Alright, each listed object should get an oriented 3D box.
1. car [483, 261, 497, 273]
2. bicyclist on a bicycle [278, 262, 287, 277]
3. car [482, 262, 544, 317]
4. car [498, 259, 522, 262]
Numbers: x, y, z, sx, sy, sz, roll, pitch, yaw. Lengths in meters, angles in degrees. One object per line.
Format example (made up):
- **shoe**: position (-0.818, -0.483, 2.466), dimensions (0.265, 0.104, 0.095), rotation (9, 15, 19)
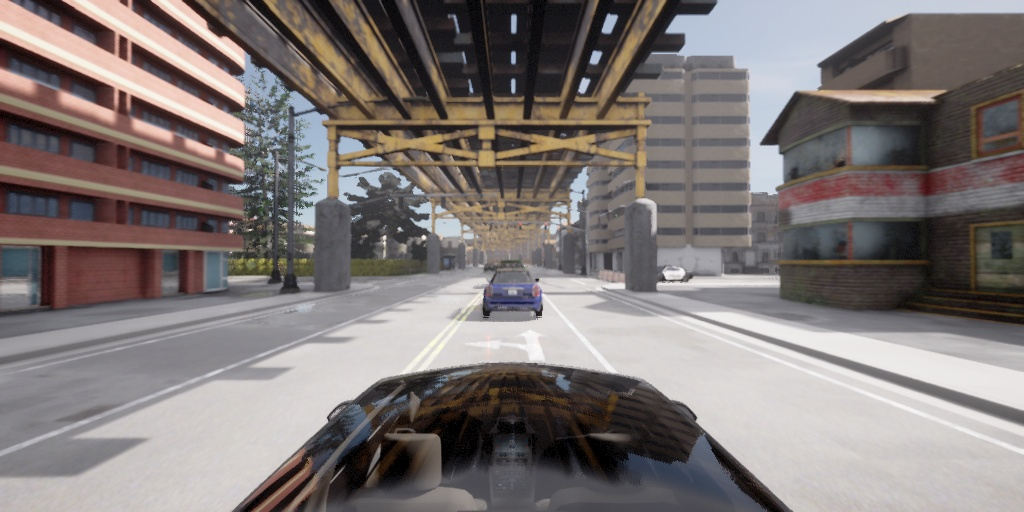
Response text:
- **car**: position (-3.568, 1.796, 59.183), dimensions (2.097, 1.767, 4.553), rotation (0, -1, 0)
- **bicyclist on a bicycle**: position (-25.274, 1.509, 39.350), dimensions (0.582, 1.620, 1.656), rotation (0, -1, 0)
- **car**: position (0.041, 1.255, 14.017), dimensions (2.097, 1.767, 4.553), rotation (0, -1, 1)
- **car**: position (-0.258, 1.291, 27.846), dimensions (2.150, 2.045, 5.566), rotation (0, -1, -6)
